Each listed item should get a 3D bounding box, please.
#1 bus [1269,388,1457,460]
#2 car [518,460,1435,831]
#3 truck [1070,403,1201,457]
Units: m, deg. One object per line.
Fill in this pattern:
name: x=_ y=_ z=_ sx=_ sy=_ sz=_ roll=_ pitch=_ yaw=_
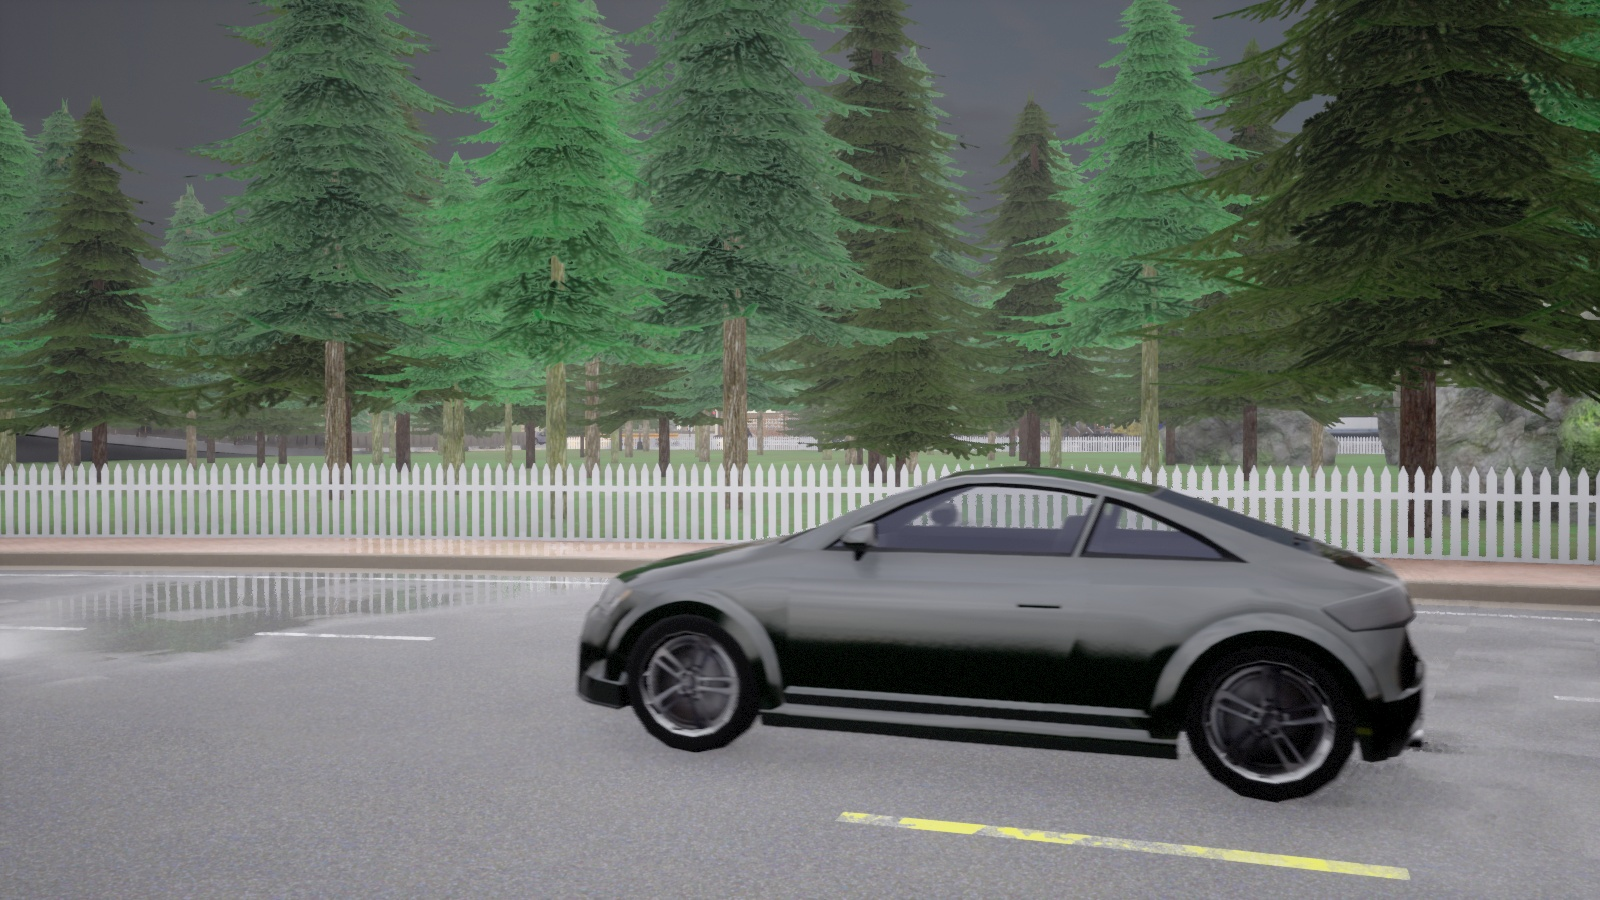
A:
bus: x=35.381 y=-1.628 z=79.101 sx=10.273 sy=4.253 sz=3.944 roll=1 pitch=1 yaw=33
car: x=0.873 y=0.788 z=6.617 sx=4.181 sy=1.385 sz=1.994 roll=1 pitch=1 yaw=20
truck: x=22.241 y=-1.352 z=83.439 sx=7.936 sy=3.462 sz=2.891 roll=1 pitch=1 yaw=33
